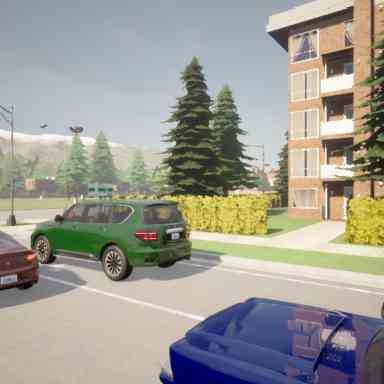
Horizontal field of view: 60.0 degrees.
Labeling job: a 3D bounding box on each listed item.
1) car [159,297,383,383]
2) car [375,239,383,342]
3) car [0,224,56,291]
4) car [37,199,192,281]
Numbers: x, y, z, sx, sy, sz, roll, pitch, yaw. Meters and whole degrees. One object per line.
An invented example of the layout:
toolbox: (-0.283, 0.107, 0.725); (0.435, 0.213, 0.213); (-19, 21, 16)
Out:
car: (2.036, 1.601, 2.543); (4.718, 1.301, 1.895); (0, 0, 35)
car: (5.073, 1.564, 4.678); (4.181, 1.385, 1.994); (0, 0, 35)
car: (-5.403, 1.526, 7.790); (4.674, 1.442, 1.812); (0, 0, 36)
car: (-2.599, 1.221, 10.083); (5.566, 2.045, 2.150); (0, 0, 36)
